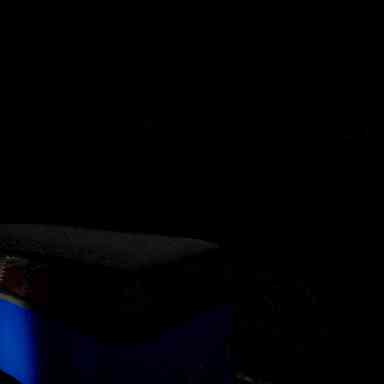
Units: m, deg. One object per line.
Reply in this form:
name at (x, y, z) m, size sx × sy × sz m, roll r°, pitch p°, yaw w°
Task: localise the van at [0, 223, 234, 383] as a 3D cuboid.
van at (-1.464, 1.338, 4.004) m, size 3.998 × 1.788 × 1.690 m, roll 0°, pitch 0°, yaw 36°
